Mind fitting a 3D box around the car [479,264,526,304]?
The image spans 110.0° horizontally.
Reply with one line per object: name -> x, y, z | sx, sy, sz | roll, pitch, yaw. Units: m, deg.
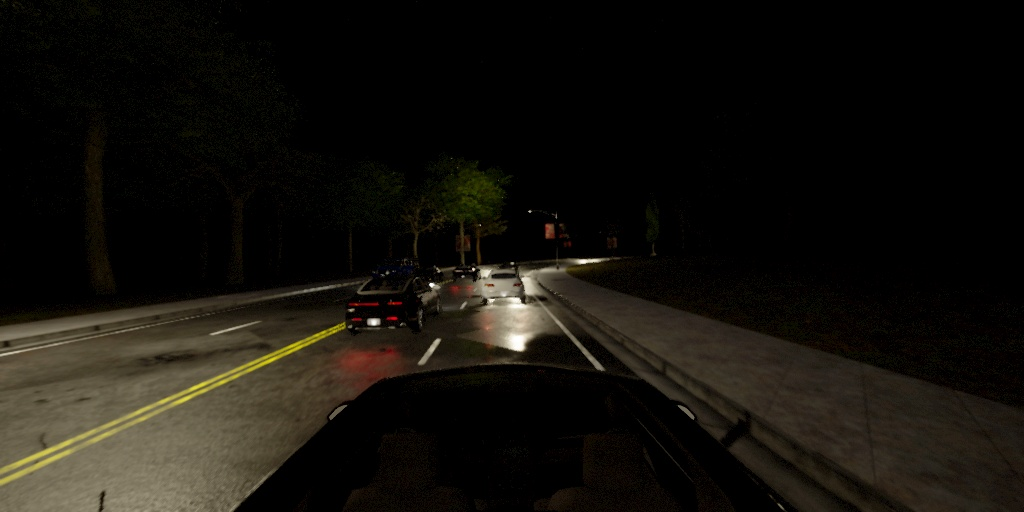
car -> -0.386, 1.316, 16.662 | 1.812, 1.442, 4.674 | -1, 0, -2

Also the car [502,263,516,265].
car -> -0.256, 1.349, 32.885 | 2.033, 1.411, 5.357 | -1, 0, 3

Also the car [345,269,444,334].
car -> -3.413, 1.342, 11.032 | 1.837, 1.490, 4.892 | -1, 0, -2

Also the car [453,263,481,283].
car -> -3.636, 1.365, 29.658 | 2.128, 1.511, 4.902 | -1, 0, 2

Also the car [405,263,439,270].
car -> -7.045, 1.510, 30.013 | 1.994, 1.385, 4.181 | -1, 0, 2

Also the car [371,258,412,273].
car -> -10.284, 1.240, 31.435 | 2.150, 2.045, 5.566 | -1, 0, 3
